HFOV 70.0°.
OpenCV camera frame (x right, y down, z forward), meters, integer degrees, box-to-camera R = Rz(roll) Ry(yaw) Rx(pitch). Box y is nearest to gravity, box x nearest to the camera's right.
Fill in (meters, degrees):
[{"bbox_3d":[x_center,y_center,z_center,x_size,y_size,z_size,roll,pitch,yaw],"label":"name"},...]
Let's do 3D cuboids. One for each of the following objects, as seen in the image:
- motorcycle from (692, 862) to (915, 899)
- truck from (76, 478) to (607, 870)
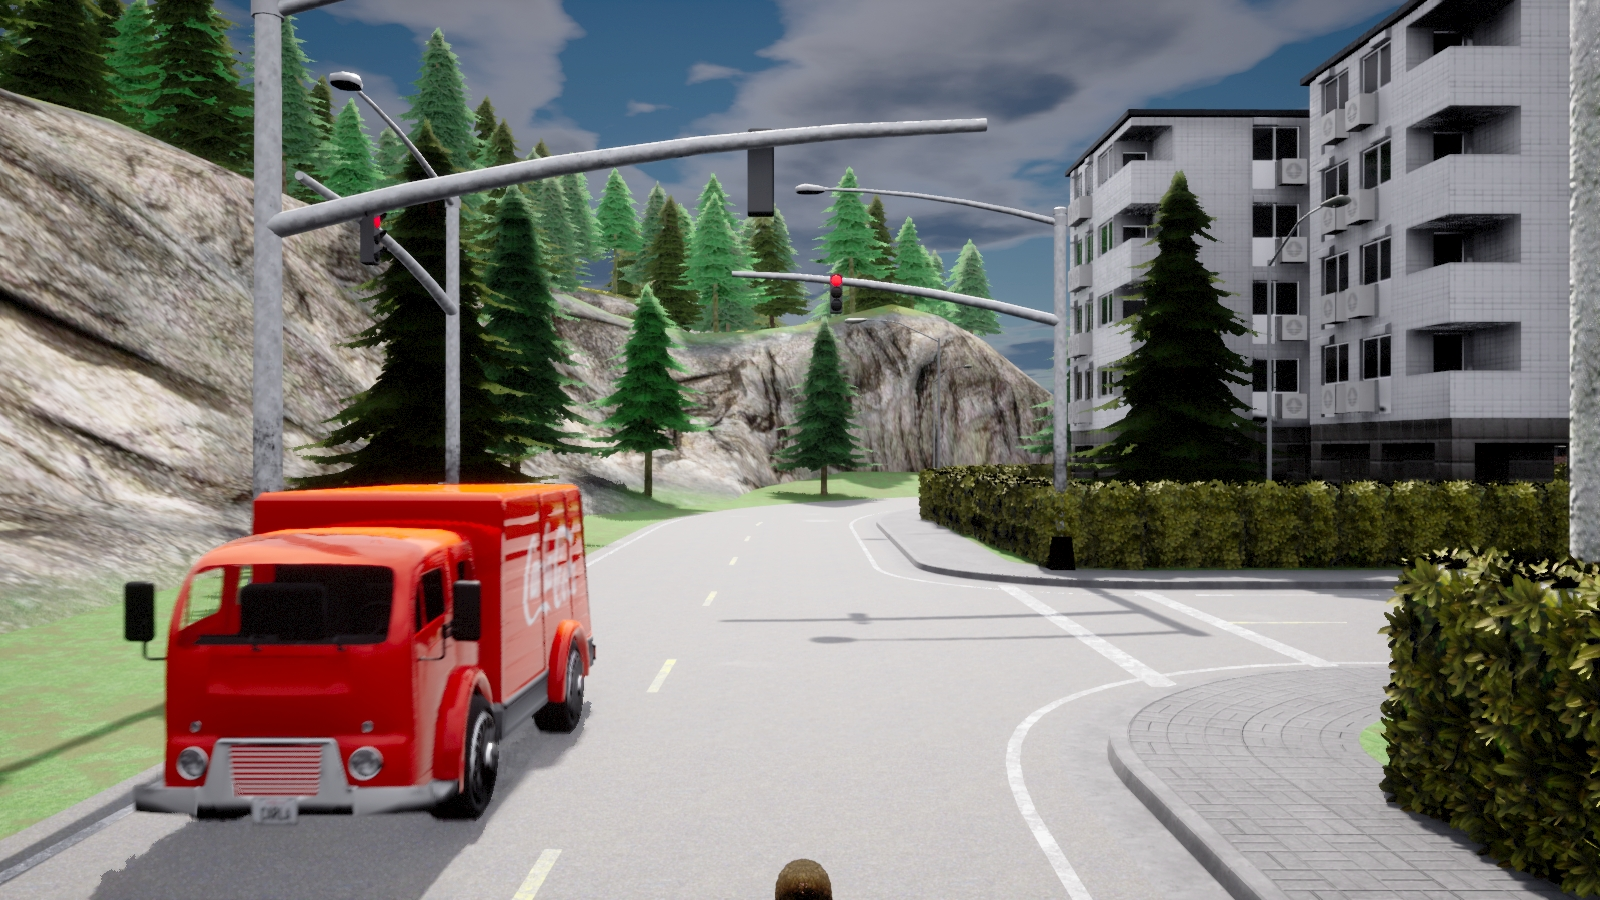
[{"bbox_3d":[0.010,2.193,3.477,0.803,1.145,2.033,0,0,0],"label":"motorcycle"},{"bbox_3d":[-3.473,1.549,10.166,2.627,2.467,5.204,0,0,0],"label":"truck"}]
